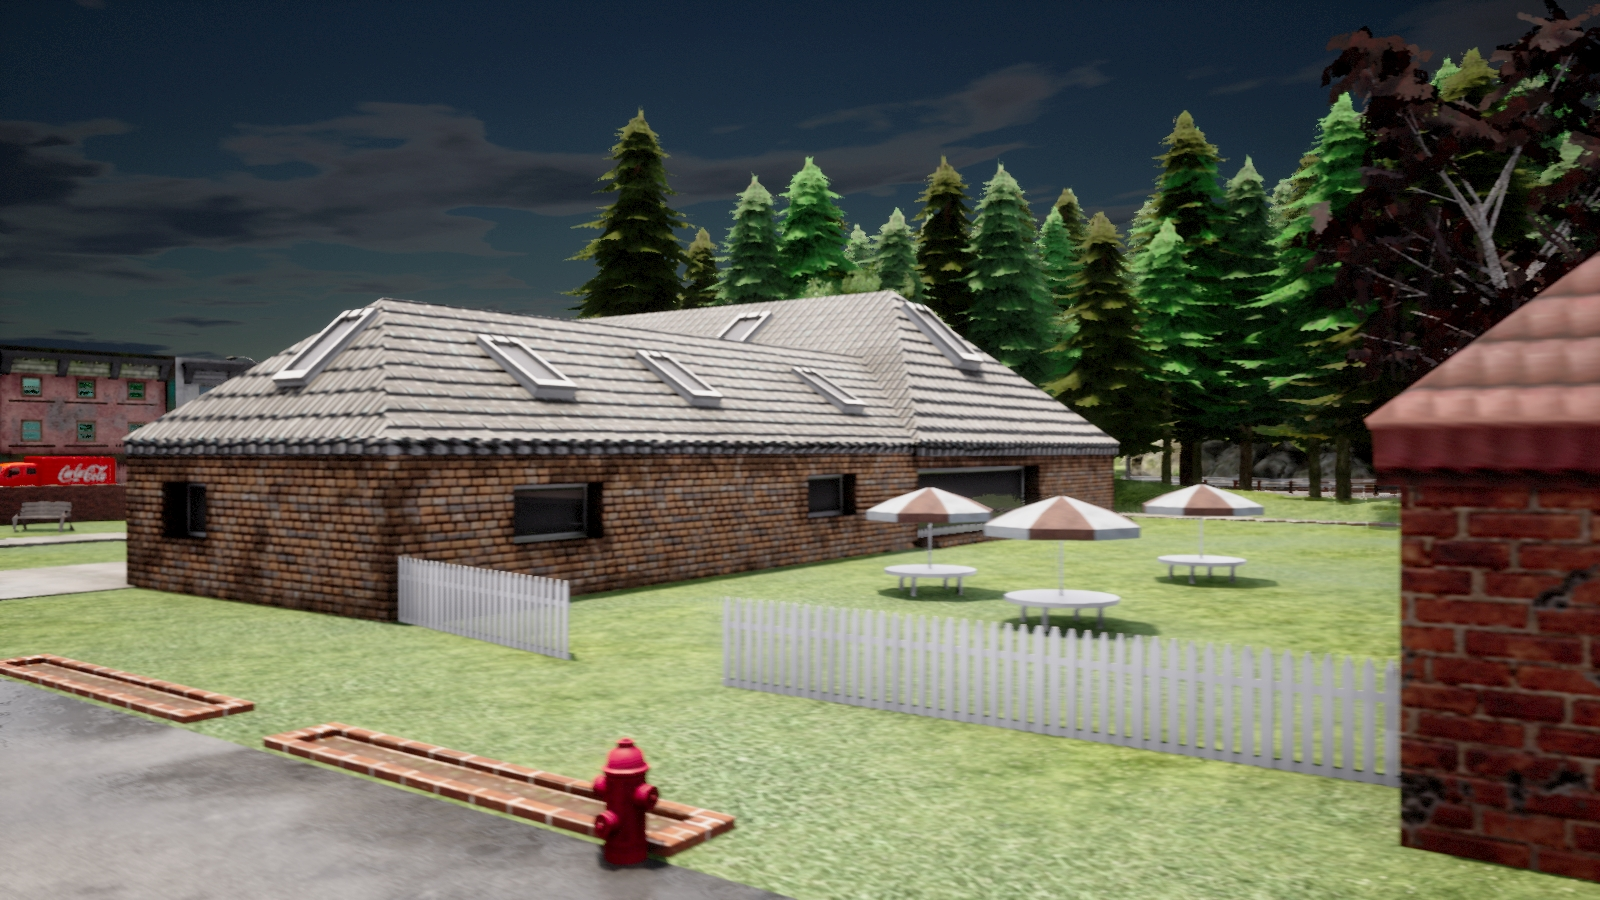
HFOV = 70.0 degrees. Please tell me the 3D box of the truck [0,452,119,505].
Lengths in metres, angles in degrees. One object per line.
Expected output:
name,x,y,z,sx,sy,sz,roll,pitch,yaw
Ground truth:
truck,-37.065,1.337,56.515,2.627,2.467,5.204,0,0,35
